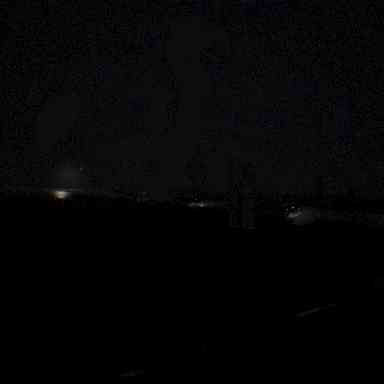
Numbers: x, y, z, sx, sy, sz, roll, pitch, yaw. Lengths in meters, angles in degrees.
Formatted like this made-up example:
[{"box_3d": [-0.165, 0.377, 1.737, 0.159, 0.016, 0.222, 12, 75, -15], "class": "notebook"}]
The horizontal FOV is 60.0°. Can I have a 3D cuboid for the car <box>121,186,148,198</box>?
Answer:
[{"box_3d": [-8.450, 0.073, 50.561, 2.128, 1.511, 4.902, -3, 3, -35], "class": "car"}]

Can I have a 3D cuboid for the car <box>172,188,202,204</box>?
[{"box_3d": [-0.653, 0.579, 39.457, 1.994, 1.385, 4.181, -3, 4, -35], "class": "car"}]

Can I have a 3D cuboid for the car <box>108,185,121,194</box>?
[{"box_3d": [-14.624, -0.492, 64.320, 1.837, 1.490, 4.892, -3, 2, -35], "class": "car"}]

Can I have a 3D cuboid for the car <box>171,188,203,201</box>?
[{"box_3d": [-0.718, 0.242, 44.639, 1.837, 1.490, 4.892, -3, 4, -35], "class": "car"}]

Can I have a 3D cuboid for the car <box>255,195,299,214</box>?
[{"box_3d": [7.037, 1.021, 28.564, 1.994, 1.385, 4.181, -3, 4, -35], "class": "car"}]
